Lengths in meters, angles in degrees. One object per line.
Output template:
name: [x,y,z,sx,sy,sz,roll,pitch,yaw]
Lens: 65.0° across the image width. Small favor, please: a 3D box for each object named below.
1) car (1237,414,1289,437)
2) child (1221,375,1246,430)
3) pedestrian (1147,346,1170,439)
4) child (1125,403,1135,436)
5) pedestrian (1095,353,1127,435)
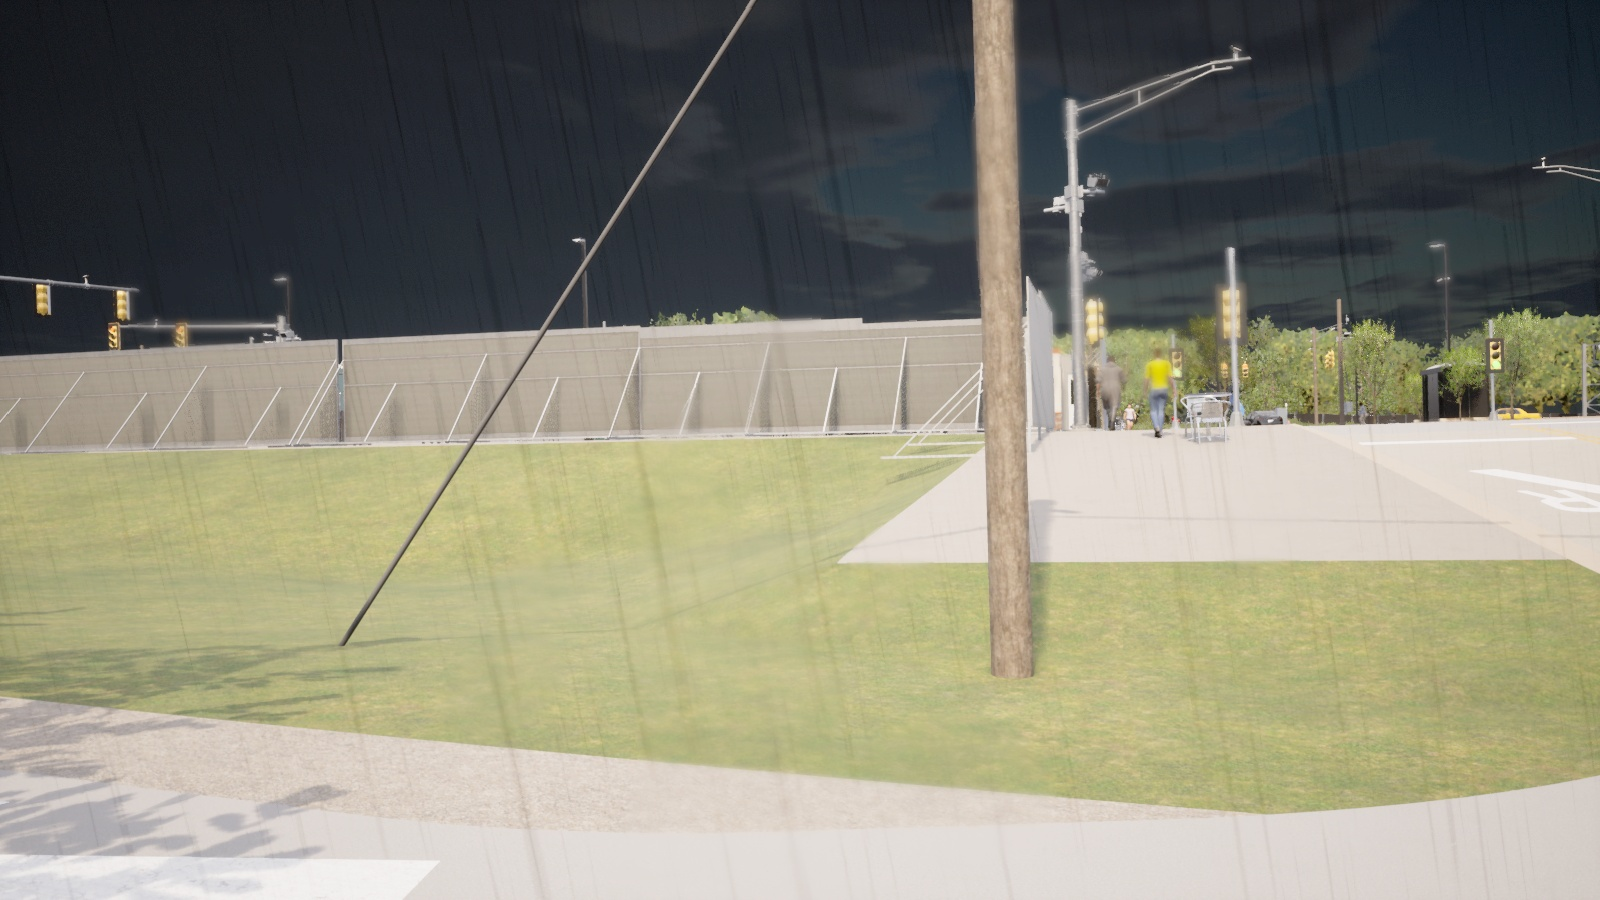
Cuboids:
car: [31.357,-1.674,85.207,2.163,1.488,4.792,-1,1,7]
child: [10.038,-1.090,29.094,0.437,1.263,0.270,-1,0,-5]
pedestrian: [7.180,-1.136,25.160,0.354,1.836,0.706,-1,0,11]
child: [11.300,-1.031,43.014,0.255,1.110,0.394,-1,0,6]
pedestrian: [7.604,-1.353,30.675,0.659,1.952,0.873,-1,0,19]
